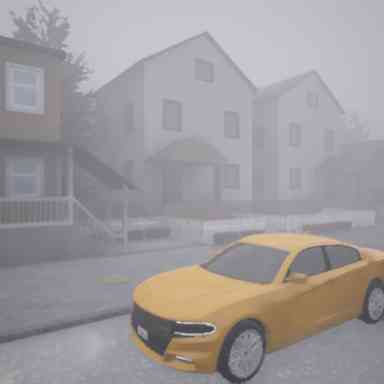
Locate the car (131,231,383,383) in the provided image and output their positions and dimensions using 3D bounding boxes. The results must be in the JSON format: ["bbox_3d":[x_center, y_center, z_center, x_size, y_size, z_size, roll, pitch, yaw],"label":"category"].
[{"bbox_3d":[1.428,1.477,5.590,5.008,1.535,1.882,0,0,-35],"label":"car"}]
